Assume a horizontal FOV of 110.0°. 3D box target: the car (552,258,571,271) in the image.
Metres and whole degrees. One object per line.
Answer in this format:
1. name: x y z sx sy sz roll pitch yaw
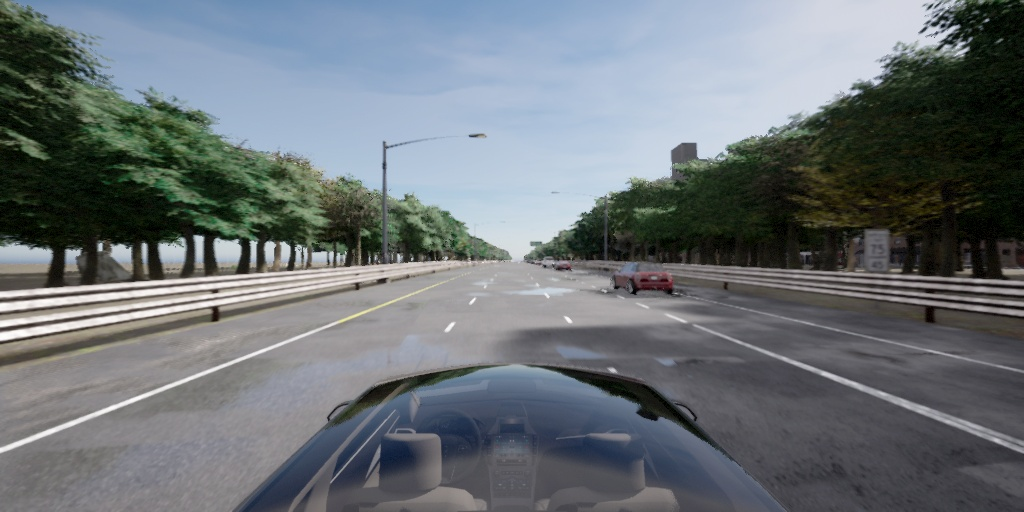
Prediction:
1. car: 7.120 1.356 50.235 1.812 1.442 4.674 0 0 0

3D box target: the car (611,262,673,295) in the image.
1. car: 7.020 1.100 19.826 2.097 1.767 4.553 0 0 0
